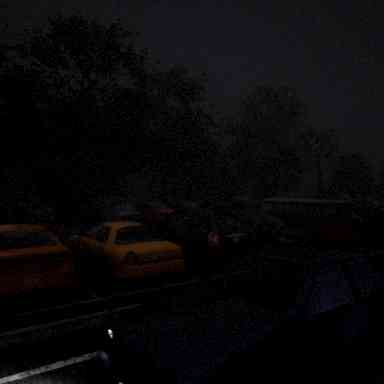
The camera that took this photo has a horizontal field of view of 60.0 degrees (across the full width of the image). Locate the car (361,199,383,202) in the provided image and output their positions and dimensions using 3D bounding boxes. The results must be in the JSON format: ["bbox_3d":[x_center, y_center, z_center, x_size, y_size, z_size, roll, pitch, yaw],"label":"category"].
[{"bbox_3d":[13.929,1.485,20.884,1.946,1.575,5.366,0,0,-35],"label":"car"}]

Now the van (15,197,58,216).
[{"bbox_3d":[-9.602,1.290,20.415,1.878,1.987,4.442,0,0,-35],"label":"van"}]

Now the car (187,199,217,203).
[{"bbox_3d":[-0.559,1.502,26.922,2.231,1.521,4.892,0,0,-35],"label":"car"}]

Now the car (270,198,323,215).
[{"bbox_3d":[10.839,1.474,34.920,2.097,1.535,5.008,0,0,-35],"label":"car"}]

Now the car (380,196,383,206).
[{"bbox_3d":[31.133,1.393,49.419,1.946,1.575,5.366,0,0,-35],"label":"car"}]

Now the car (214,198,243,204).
[{"bbox_3d":[1.705,1.526,28.540,2.163,1.488,4.792,0,0,-35],"label":"car"}]

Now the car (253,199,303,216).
[{"bbox_3d":[8.556,1.520,33.325,2.002,1.452,4.674,0,0,-35],"label":"car"}]

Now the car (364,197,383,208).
[{"bbox_3d":[26.801,1.445,46.111,2.163,1.488,4.792,0,0,-35],"label":"car"}]

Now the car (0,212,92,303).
[{"bbox_3d":[-4.391,1.521,8.226,2.097,1.535,5.008,0,0,-35],"label":"car"}]

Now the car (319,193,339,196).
[{"bbox_3d":[13.132,1.342,36.499,2.185,1.767,4.553,0,0,-35],"label":"car"}]

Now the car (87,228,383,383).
[{"bbox_3d":[1.520,1.544,4.768,5.357,1.411,2.033,0,0,-35],"label":"car"}]

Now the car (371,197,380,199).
[{"bbox_3d":[19.946,1.445,41.336,2.231,1.521,4.892,0,0,-35],"label":"car"}]

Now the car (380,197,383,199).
[{"bbox_3d":[22.210,1.309,42.958,2.185,1.767,4.553,0,0,-35],"label":"car"}]

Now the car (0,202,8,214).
[{"bbox_3d":[-11.931,1.268,18.885,2.435,2.045,5.566,0,0,-35],"label":"car"}]

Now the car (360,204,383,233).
[{"bbox_3d":[6.988,1.503,16.238,2.097,1.535,5.008,0,0,-35],"label":"car"}]

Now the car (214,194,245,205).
[{"bbox_3d":[4.018,1.241,30.097,2.435,2.045,5.566,0,0,-35],"label":"car"}]

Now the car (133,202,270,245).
[{"bbox_3d":[0.076,1.389,11.334,2.185,1.767,4.553,0,0,-35],"label":"car"}]

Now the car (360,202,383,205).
[{"bbox_3d":[9.271,1.498,17.829,2.097,1.535,5.008,0,0,-35],"label":"car"}]

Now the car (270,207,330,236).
[{"bbox_3d":[2.433,1.512,13.037,2.231,1.521,4.892,0,0,-35],"label":"car"}]

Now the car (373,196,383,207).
[{"bbox_3d":[29.061,1.406,47.742,2.097,1.535,5.008,0,0,-35],"label":"car"}]

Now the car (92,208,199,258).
[{"bbox_3d":[-2.224,1.515,9.982,1.946,1.575,5.366,0,0,-35],"label":"car"}]

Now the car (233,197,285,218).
[{"bbox_3d":[6.297,1.361,31.696,2.185,1.767,4.553,0,0,-35],"label":"car"}]

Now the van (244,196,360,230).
[{"bbox_3d":[4.647,1.281,14.728,1.878,1.987,4.442,0,0,-35],"label":"van"}]

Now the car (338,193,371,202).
[{"bbox_3d":[17.688,1.200,39.707,2.435,2.045,5.566,0,0,-35],"label":"car"}]

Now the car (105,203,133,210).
[{"bbox_3d":[-5.114,1.550,23.715,2.002,1.452,4.674,0,0,-35],"label":"car"}]
